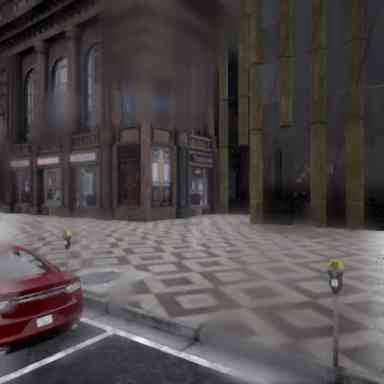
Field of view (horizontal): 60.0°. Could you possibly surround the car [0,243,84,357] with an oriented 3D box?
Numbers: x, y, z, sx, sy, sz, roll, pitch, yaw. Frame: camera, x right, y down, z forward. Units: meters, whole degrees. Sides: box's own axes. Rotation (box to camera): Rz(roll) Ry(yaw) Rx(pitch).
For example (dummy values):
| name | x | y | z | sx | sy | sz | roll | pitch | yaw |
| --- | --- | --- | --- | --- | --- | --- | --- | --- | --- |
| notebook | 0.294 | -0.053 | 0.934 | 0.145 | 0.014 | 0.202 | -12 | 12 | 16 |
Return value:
| name | x | y | z | sx | sy | sz | roll | pitch | yaw |
| --- | --- | --- | --- | --- | --- | --- | --- | --- | --- |
| car | -3.734 | 1.542 | 5.628 | 4.507 | 1.381 | 1.887 | 0 | 0 | 36 |
